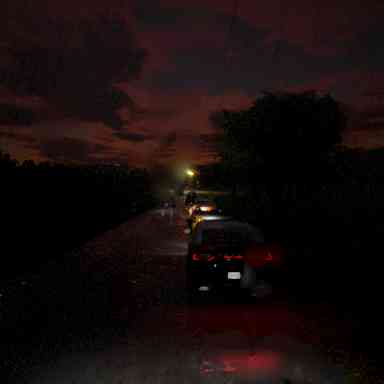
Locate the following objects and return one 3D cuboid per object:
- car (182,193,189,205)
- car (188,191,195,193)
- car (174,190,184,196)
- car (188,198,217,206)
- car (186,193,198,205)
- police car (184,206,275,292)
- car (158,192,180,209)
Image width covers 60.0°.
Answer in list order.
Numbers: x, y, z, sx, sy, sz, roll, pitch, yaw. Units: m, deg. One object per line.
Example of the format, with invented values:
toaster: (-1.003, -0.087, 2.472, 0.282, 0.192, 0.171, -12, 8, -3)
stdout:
car: (-0.003, 1.150, 46.640, 1.895, 1.301, 4.718, 0, 1, 1)
car: (-0.061, 0.574, 65.745, 2.033, 1.411, 5.357, 0, 2, 0)
car: (-2.819, 0.213, 73.685, 1.882, 1.535, 5.008, 0, 2, 0)
car: (0.807, 1.368, 19.120, 1.801, 1.575, 5.366, 0, 1, 0)
car: (0.801, 1.211, 24.901, 2.097, 1.767, 4.553, 0, 1, 0)
police car: (0.816, 1.402, 9.040, 1.930, 1.638, 5.238, 0, 0, 0)
car: (-2.887, 1.167, 39.835, 2.128, 1.511, 4.902, 0, 1, 0)
